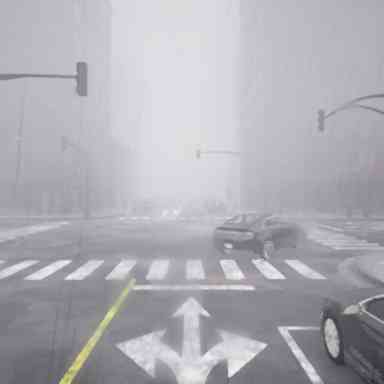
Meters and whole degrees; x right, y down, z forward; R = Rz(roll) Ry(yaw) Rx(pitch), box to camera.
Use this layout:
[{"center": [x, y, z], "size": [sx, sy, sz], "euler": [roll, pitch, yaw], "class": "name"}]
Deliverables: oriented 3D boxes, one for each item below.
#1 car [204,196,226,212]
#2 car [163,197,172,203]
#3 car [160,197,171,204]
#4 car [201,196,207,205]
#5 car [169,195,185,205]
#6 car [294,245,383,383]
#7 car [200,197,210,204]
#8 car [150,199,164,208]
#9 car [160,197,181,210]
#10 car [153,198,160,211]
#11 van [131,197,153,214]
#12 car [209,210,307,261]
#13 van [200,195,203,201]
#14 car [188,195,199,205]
[{"center": [2.747, 1.598, 37.751], "size": [1.967, 1.590, 4.097], "euler": [0, 0, 0], "class": "car"}, {"center": [-5.672, 1.864, 77.449], "size": [1.887, 1.381, 4.507], "euler": [0, 0, 0], "class": "car"}, {"center": [-5.687, 1.863, 71.781], "size": [1.947, 1.339, 4.313], "euler": [0, 0, 0], "class": "car"}, {"center": [2.777, 1.646, 49.089], "size": [1.967, 1.590, 4.097], "euler": [0, 0, 0], "class": "car"}, {"center": [-2.881, 1.827, 63.008], "size": [1.994, 1.385, 4.181], "euler": [0, 0, 1], "class": "car"}, {"center": [2.664, 1.564, 3.101], "size": [2.008, 1.369, 4.403], "euler": [0, 0, 0], "class": "car"}, {"center": [2.839, 1.848, 71.766], "size": [2.008, 1.369, 4.403], "euler": [0, 0, 0], "class": "car"}, {"center": [-5.733, 1.812, 54.776], "size": [1.802, 1.307, 4.206], "euler": [0, 0, 0], "class": "car"}, {"center": [-2.983, 1.798, 46.978], "size": [1.895, 1.301, 4.718], "euler": [0, 0, 0], "class": "car"}, {"center": [-5.763, 1.623, 43.440], "size": [1.967, 1.590, 4.097], "euler": [0, 0, 0], "class": "car"}, {"center": [-5.779, 1.499, 37.772], "size": [1.690, 1.788, 3.998], "euler": [0, 0, 0], "class": "van"}, {"center": [2.737, 1.551, 12.734], "size": [2.128, 1.511, 4.902], "euler": [-1, -1, 39], "class": "car"}, {"center": [2.808, 1.594, 60.428], "size": [1.690, 1.788, 3.998], "euler": [0, 0, 0], "class": "van"}, {"center": [0.163, 1.808, 68.150], "size": [1.812, 1.442, 4.674], "euler": [0, 0, 0], "class": "car"}]
